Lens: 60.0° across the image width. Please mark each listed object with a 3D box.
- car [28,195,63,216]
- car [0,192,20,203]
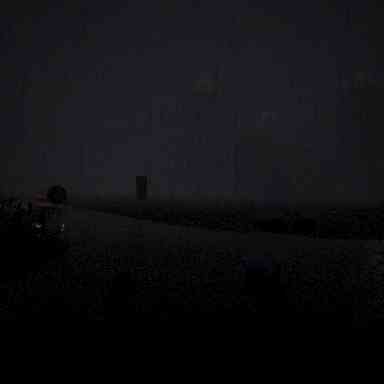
[{"bbox_3d":[-11.747,1.054,26.521,1.882,1.535,5.008,-1,1,-36],"label":"car"},{"bbox_3d":[-23.368,0.735,42.644,1.882,1.535,5.008,-1,1,-36],"label":"car"}]
